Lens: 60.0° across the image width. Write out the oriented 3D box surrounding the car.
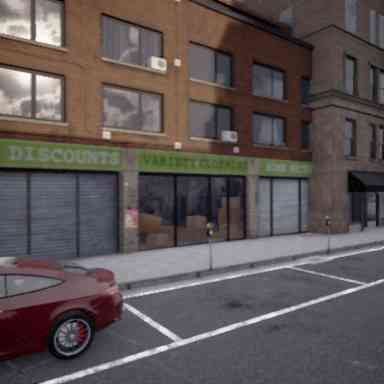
[{"bbox_3d":[-2.992,1.582,4.410,4.206,1.307,1.802,0,-1,-35],"label":"car"}]
